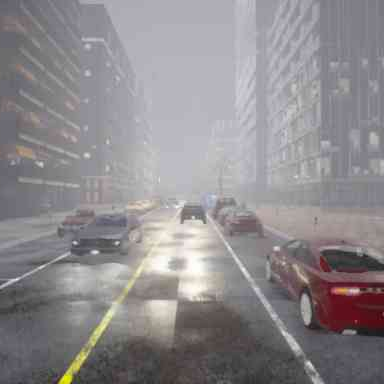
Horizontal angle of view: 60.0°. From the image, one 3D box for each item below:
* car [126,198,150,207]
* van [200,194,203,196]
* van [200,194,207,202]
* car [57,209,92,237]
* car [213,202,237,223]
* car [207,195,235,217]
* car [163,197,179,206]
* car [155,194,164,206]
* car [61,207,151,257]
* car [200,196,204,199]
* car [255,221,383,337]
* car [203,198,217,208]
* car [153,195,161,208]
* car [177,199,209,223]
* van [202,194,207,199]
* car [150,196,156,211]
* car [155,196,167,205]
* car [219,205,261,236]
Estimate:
[{"bbox_3d":[-5.692,1.533,33.649,1.752,1.417,4.829,1,0,0],"label":"car"},{"bbox_3d":[2.675,1.357,66.902,1.690,1.788,3.998,1,0,0],"label":"van"},{"bbox_3d":[2.670,1.360,77.919,1.690,1.788,3.998,1,0,0],"label":"van"},{"bbox_3d":[-5.652,1.586,17.704,1.802,1.307,4.206,1,0,0],"label":"car"},{"bbox_3d":[2.692,1.587,22.839,1.802,1.307,4.206,1,0,0],"label":"car"},{"bbox_3d":[2.695,1.321,28.347,2.192,1.841,5.009,1,0,0],"label":"car"},{"bbox_3d":[-3.099,1.538,53.214,1.812,1.442,4.674,0,0,0],"label":"car"},{"bbox_3d":[-5.698,1.329,55.865,2.192,1.841,5.009,1,0,0],"label":"car"},{"bbox_3d":[-3.106,1.550,13.317,2.033,1.411,5.357,0,0,0],"label":"car"},{"bbox_3d":[0.079,1.557,42.841,2.033,1.411,5.357,0,0,0],"label":"car"},{"bbox_3d":[2.701,1.546,6.716,1.887,1.381,4.507,1,0,0],"label":"car"},{"bbox_3d":[2.679,1.594,50.378,1.802,1.307,4.206,1,0,0],"label":"car"},{"bbox_3d":[-5.697,1.536,44.672,1.752,1.417,4.829,1,0,0],"label":"car"},{"bbox_3d":[0.087,1.510,25.283,1.837,1.490,4.892,0,0,0],"label":"car"},{"bbox_3d":[2.686,1.352,44.871,1.690,1.788,3.998,1,0,0],"label":"van"},{"bbox_3d":[-5.694,1.535,39.162,1.752,1.417,4.829,1,0,0],"label":"car"},{"bbox_3d":[-5.705,1.560,61.376,1.887,1.381,4.507,1,0,0],"label":"car"},{"bbox_3d":[2.695,1.586,17.811,1.802,1.307,4.206,1,0,0],"label":"car"}]
